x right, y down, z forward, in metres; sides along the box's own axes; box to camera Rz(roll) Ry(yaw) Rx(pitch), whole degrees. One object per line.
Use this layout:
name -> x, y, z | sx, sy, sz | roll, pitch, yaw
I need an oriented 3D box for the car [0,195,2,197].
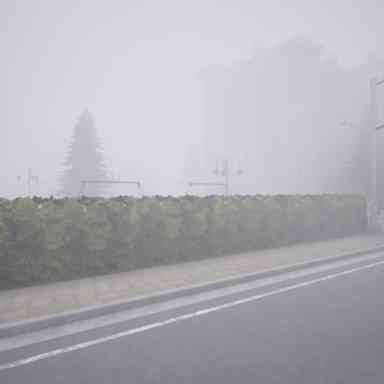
car -> -40.232, 1.374, 67.297 | 3.633, 1.501, 1.845 | 0, 0, -37
